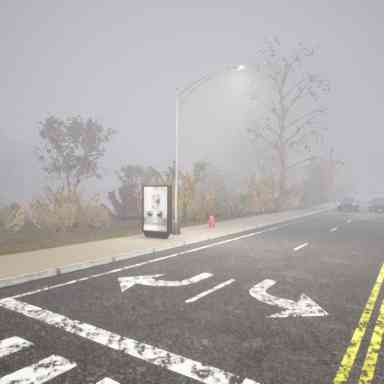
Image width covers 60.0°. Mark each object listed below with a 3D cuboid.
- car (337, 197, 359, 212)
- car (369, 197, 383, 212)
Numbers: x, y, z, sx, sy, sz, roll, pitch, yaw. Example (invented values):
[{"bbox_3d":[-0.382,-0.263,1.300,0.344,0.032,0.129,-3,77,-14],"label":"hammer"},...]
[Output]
[{"bbox_3d":[18.708,1.390,39.731,2.097,1.767,4.553,0,0,30],"label":"car"},{"bbox_3d":[21.509,1.393,38.084,2.097,1.767,4.553,0,0,30],"label":"car"}]
